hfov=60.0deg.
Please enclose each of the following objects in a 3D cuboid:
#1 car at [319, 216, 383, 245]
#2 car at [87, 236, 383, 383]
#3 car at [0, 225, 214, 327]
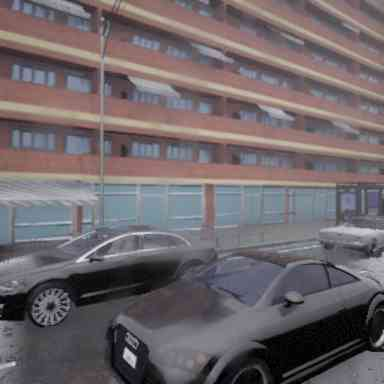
[{"bbox_3d":[7.119,1.647,13.320,4.718,1.301,1.895,0,0,-35],"label":"car"},{"bbox_3d":[0.974,1.576,4.664,4.181,1.385,1.994,0,0,-35],"label":"car"},{"bbox_3d":[-1.643,1.502,7.102,4.902,1.511,2.128,0,0,-35],"label":"car"}]
